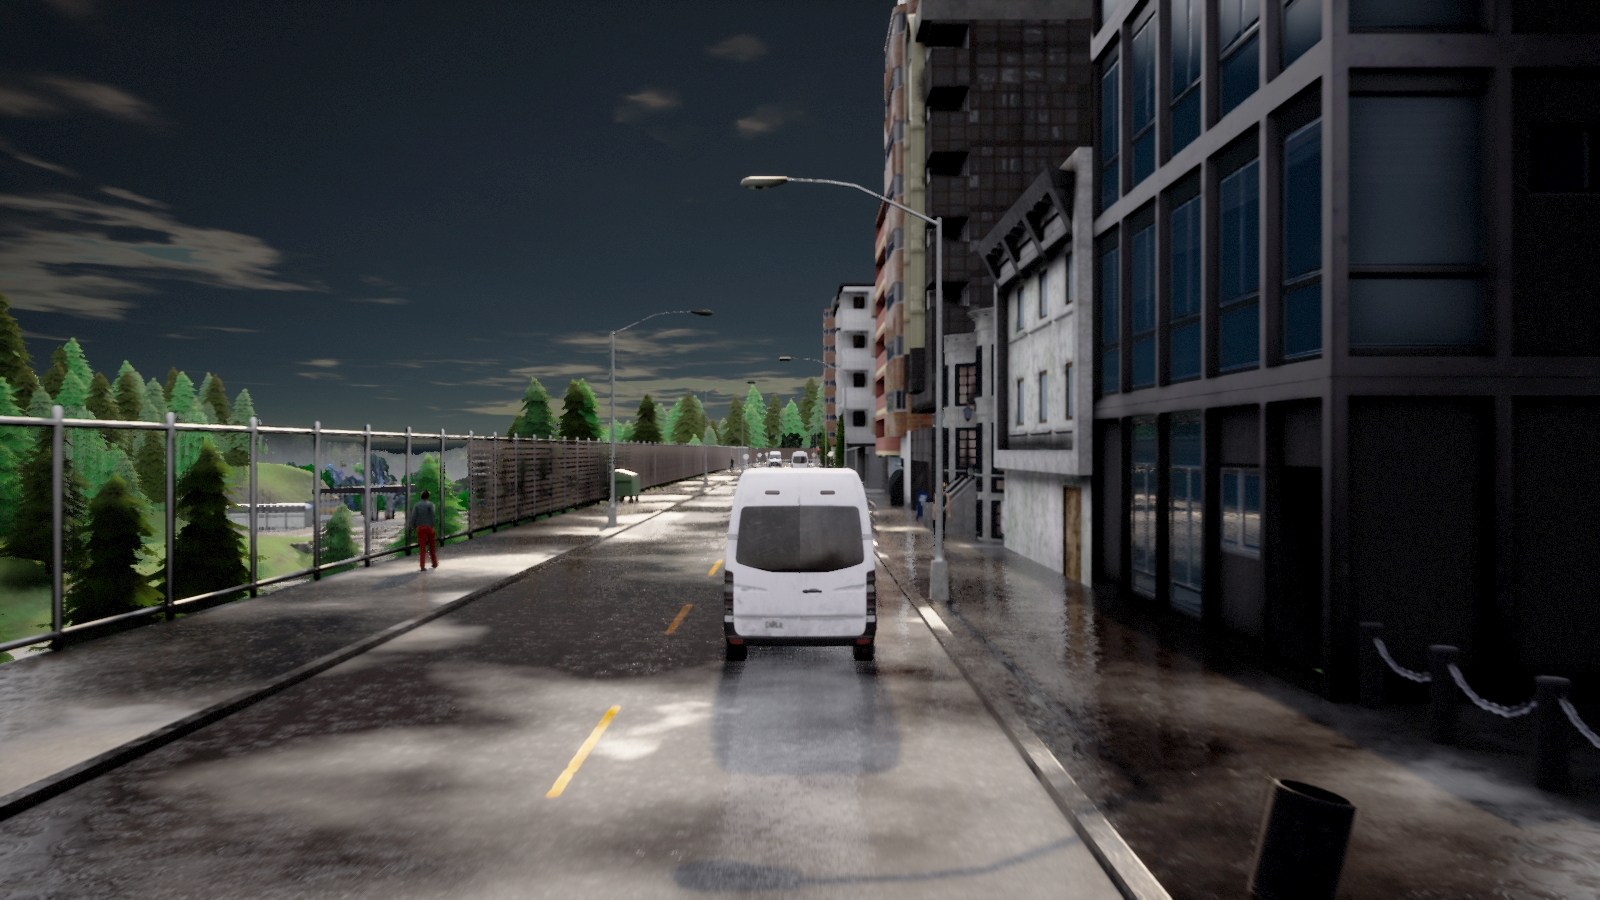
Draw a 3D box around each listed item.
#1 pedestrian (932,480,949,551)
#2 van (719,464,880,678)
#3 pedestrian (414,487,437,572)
[{"bbox_3d":[3.765,1.744,30.596,0.375,1.860,0.375,0,0,-3],"label":"pedestrian"},{"bbox_3d":[-0.006,1.534,17.045,1.988,2.561,5.915,0,0,0],"label":"van"},{"bbox_3d":[-8.250,1.745,25.191,0.375,1.860,0.375,0,0,1],"label":"pedestrian"}]
